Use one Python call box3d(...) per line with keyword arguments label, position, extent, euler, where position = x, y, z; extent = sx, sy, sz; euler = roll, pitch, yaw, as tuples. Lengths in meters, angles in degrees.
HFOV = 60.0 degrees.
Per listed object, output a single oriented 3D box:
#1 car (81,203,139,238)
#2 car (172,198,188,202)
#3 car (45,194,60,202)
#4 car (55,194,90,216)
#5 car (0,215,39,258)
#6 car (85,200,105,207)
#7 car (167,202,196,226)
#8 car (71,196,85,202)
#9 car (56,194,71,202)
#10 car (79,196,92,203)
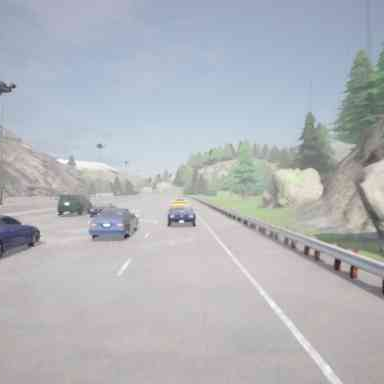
box3d(label="car", position=(-4.006, 1.557, 17.708), extent=(2.033, 1.411, 5.357), euler=(0, 0, -2))
box3d(label="car", position=(-1.514, 1.483, 41.659), extent=(1.882, 1.535, 5.008), euler=(0, 0, -2))
box3d(label="car", position=(-34.903, 1.434, 83.434), extent=(2.097, 1.767, 4.553), euler=(0, 0, -2))
box3d(label="car", position=(-11.674, 1.249, 33.417), extent=(2.150, 2.045, 5.566), euler=(0, 0, -2))
box3d(label="car", position=(-7.296, 1.543, 12.141), extent=(1.812, 1.442, 4.674), euler=(0, 0, -2))
box3d(label="car", position=(-8.059, 1.620, 30.797), extent=(1.895, 1.301, 4.718), euler=(0, 0, -2))
box3d(label="car", position=(-0.748, 1.604, 23.539), extent=(1.895, 1.301, 4.718), euler=(0, 0, -2))
box3d(label="car", position=(-27.814, 1.660, 81.480), extent=(1.895, 1.301, 4.718), euler=(0, 0, -2))
box3d(label="car", position=(-31.314, 1.427, 81.392), extent=(2.097, 1.767, 4.553), euler=(0, 0, -2))
box3d(label="car", position=(-24.049, 1.580, 75.254), extent=(1.812, 1.442, 4.674), euler=(0, 0, -2))
